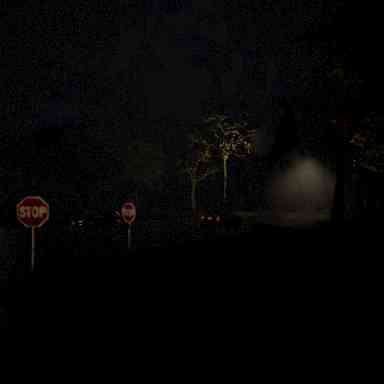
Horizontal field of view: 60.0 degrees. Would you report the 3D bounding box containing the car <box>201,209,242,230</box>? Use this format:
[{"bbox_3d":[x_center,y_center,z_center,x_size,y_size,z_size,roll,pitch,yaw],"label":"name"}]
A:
[{"bbox_3d":[2.735,2.344,29.785,2.097,1.767,4.553,1,-1,36],"label":"car"}]

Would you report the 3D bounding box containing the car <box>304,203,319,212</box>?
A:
[{"bbox_3d":[27.529,3.560,76.230,2.150,2.045,5.566,1,-1,36],"label":"car"}]

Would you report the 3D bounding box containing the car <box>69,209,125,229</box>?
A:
[{"bbox_3d":[-7.649,2.212,27.343,1.837,1.490,4.892,1,-1,36],"label":"car"}]
